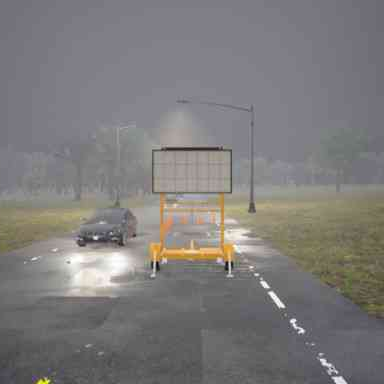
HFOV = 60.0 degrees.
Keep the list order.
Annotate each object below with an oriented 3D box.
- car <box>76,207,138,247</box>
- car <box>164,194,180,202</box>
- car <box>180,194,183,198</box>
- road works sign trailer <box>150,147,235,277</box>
[{"bbox_3d":[-3.592,1.469,14.847,1.837,1.490,4.892,0,0,0],"label":"car"},{"bbox_3d":[-3.560,1.161,56.145,1.882,1.535,5.008,0,1,0],"label":"car"},{"bbox_3d":[-3.456,0.565,89.219,2.150,2.045,5.566,0,0,0],"label":"car"},{"bbox_3d":[0.004,0.445,10.169,2.380,3.560,2.880,0,0,0],"label":"road works sign trailer"}]
